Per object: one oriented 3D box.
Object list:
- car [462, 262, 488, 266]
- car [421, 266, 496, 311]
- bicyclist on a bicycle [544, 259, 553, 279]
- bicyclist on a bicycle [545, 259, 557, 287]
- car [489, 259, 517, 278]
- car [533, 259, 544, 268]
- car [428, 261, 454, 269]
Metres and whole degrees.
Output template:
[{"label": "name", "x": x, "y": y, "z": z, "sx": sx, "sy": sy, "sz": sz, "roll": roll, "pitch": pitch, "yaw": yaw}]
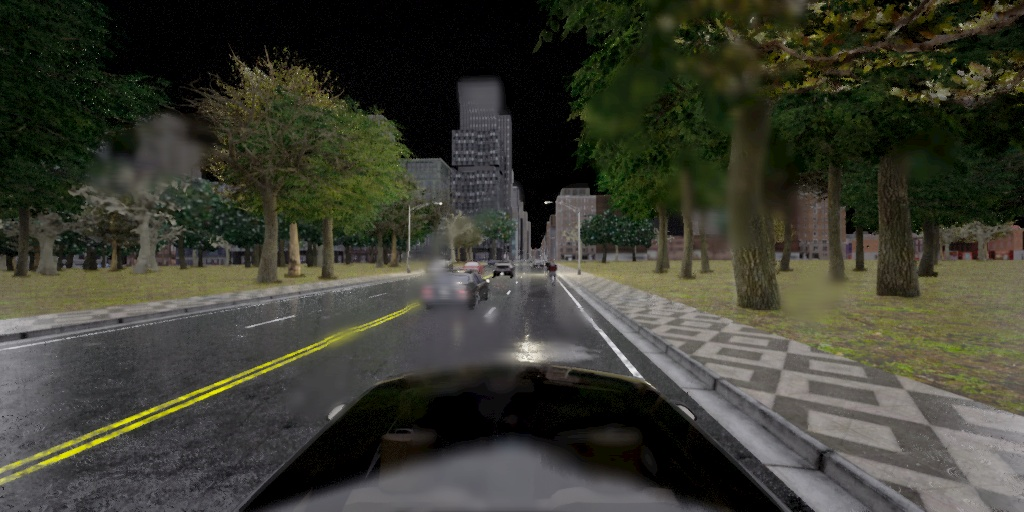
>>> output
[{"label": "car", "x": -3.956, "y": 1.300, "z": 36.264, "sx": 1.812, "sy": 1.442, "sz": 4.674, "roll": 0, "pitch": 0, "yaw": 4}, {"label": "car", "x": -2.071, "y": 1.299, "z": 14.559, "sx": 2.033, "sy": 1.411, "sz": 5.357, "roll": 0, "pitch": 0, "yaw": 4}, {"label": "bicyclist on a bicycle", "x": 3.250, "y": 1.139, "z": 32.022, "sx": 0.659, "sy": 1.776, "sz": 1.843, "roll": 0, "pitch": 0, "yaw": 4}, {"label": "bicyclist on a bicycle", "x": 2.584, "y": 1.128, "z": 22.834, "sx": 0.659, "sy": 1.776, "sz": 1.843, "roll": 0, "pitch": 0, "yaw": 4}, {"label": "car", "x": -0.683, "y": 1.275, "z": 33.689, "sx": 1.837, "sy": 1.490, "sz": 4.892, "roll": 0, "pitch": 0, "yaw": 4}, {"label": "car", "x": 4.801, "y": 1.445, "z": 64.345, "sx": 1.895, "sy": 1.301, "sz": 4.718, "roll": 0, "pitch": 0, "yaw": 4}, {"label": "car", "x": -7.196, "y": 1.265, "z": 36.517, "sx": 2.128, "sy": 1.511, "sz": 4.902, "roll": 0, "pitch": 0, "yaw": 4}]
